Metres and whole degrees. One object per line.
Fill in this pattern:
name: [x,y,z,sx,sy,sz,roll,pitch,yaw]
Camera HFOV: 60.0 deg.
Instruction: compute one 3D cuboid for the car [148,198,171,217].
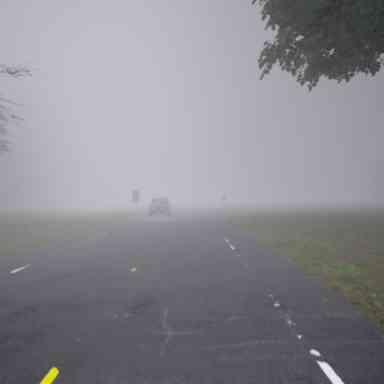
car: [-3.598,1.662,37.797,2.150,2.045,5.566,0,-1,0]
